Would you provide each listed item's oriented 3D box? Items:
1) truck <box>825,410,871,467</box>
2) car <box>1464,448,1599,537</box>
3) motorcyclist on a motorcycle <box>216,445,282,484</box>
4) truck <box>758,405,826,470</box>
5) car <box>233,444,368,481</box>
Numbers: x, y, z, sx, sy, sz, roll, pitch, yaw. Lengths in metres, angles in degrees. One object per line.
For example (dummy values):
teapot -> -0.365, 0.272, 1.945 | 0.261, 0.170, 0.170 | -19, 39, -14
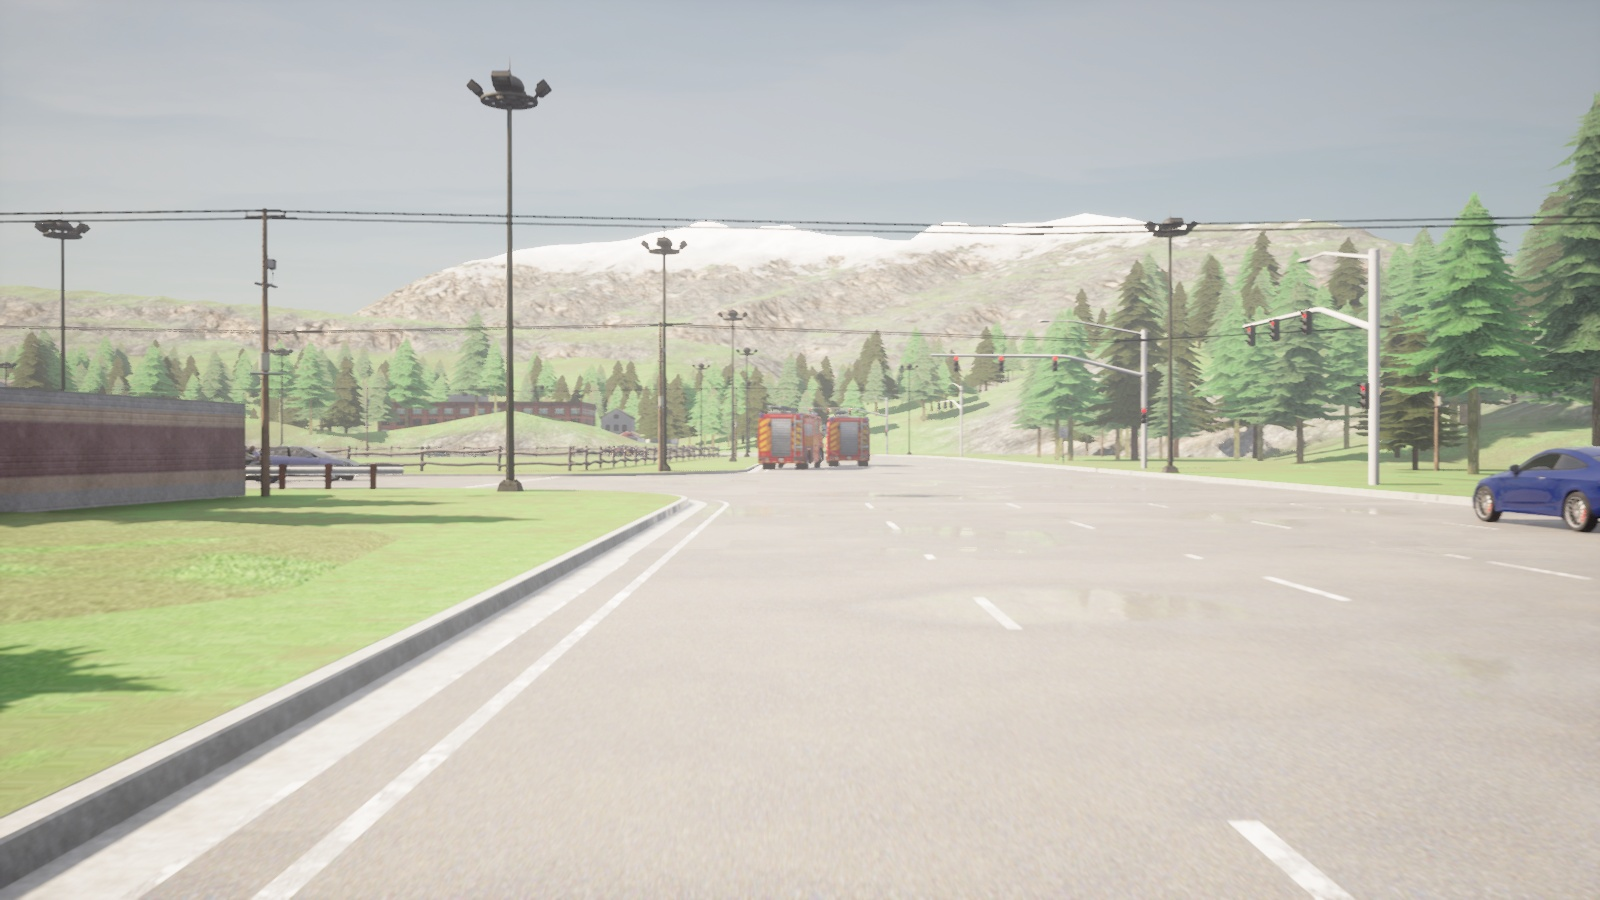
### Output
truck -> 3.346, -0.785, 89.155 | 2.891, 3.827, 8.468 | 0, 0, 0
car -> 13.971, 0.689, 22.355 | 1.812, 1.442, 4.674 | 0, 0, 0
motorcyclist on a motorcycle -> -21.492, 0.564, 48.986 | 2.191, 1.530, 0.866 | 0, 0, -1
truck -> -0.381, -0.745, 78.594 | 2.891, 3.827, 8.468 | 0, 0, 9
car -> -20.833, 0.515, 52.492 | 4.792, 1.488, 2.163 | 0, 0, 0
